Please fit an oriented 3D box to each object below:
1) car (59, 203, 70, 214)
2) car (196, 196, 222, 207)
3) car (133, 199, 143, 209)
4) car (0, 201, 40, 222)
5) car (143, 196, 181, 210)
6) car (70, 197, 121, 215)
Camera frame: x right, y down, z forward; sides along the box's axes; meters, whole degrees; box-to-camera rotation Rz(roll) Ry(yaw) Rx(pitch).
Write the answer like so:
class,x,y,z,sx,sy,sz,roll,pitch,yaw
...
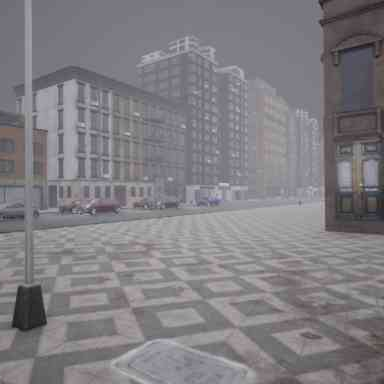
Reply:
class,x,y,z,sx,sy,sz,roll,pitch,yaw
car,-11.718,1.472,35.535,1.882,1.535,5.008,-1,0,35
car,2.577,1.404,49.987,1.882,1.535,5.008,-1,0,36
car,-5.662,1.450,44.057,1.882,1.535,5.008,-1,0,36
car,-14.325,1.550,26.246,1.994,1.385,4.181,-1,0,35
car,-3.425,1.300,41.598,2.097,1.767,4.553,-1,0,35
car,-9.337,1.321,33.279,2.097,1.767,4.553,-1,0,35
